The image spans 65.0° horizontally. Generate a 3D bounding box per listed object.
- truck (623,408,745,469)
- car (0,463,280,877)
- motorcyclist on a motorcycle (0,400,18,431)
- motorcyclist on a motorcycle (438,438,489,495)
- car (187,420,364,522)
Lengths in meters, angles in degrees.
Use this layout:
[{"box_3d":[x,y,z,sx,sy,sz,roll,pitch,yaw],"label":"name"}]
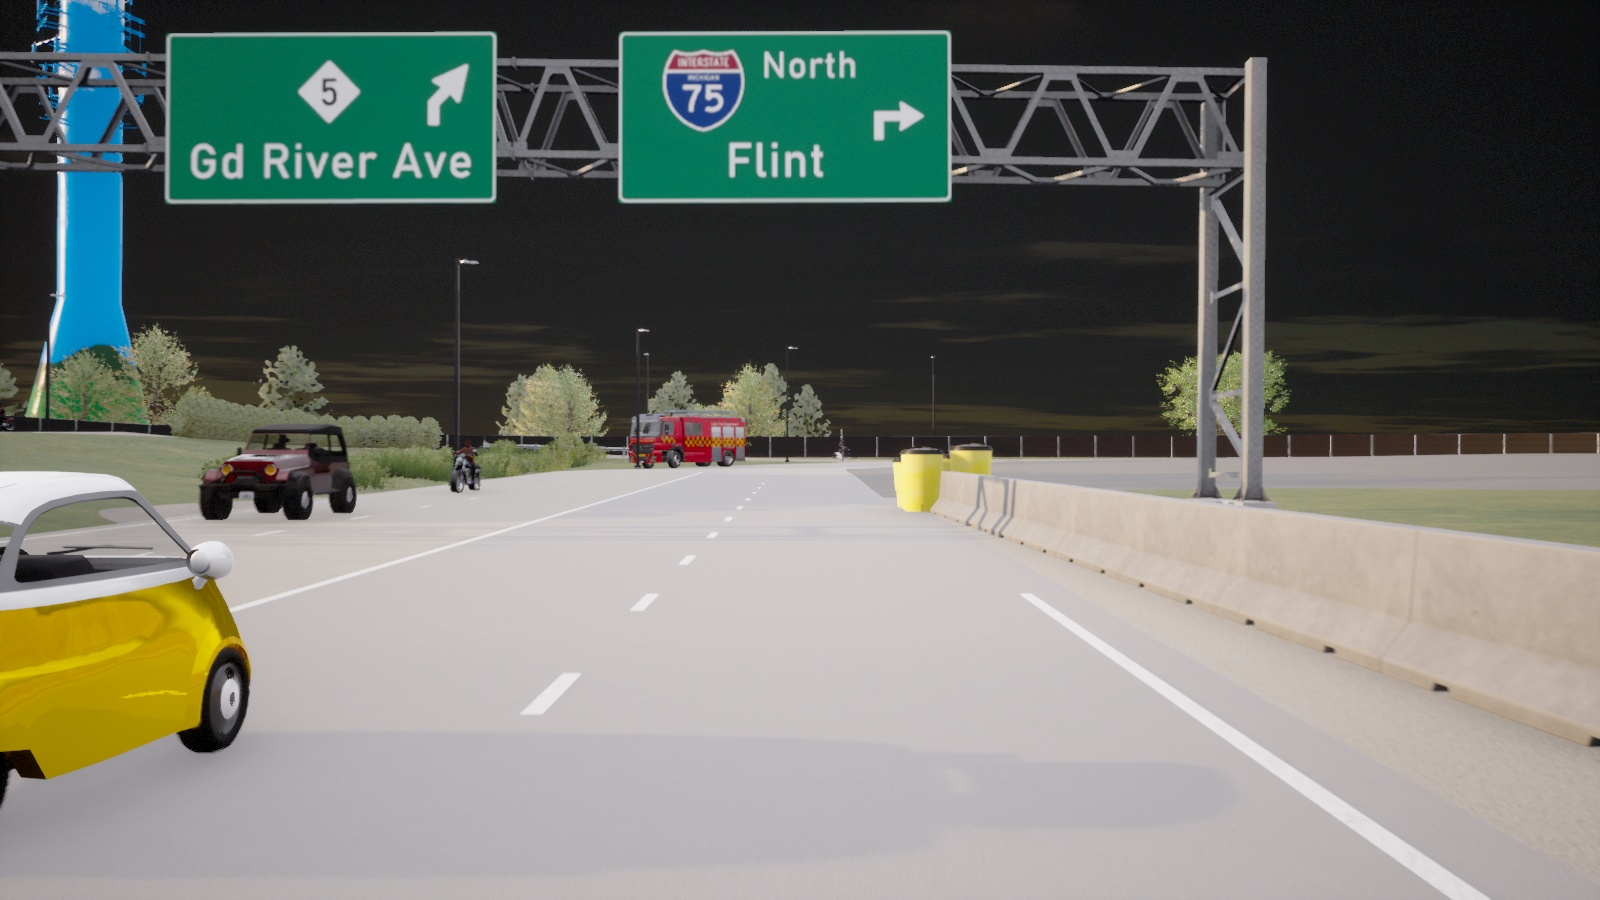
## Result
[{"box_3d":[-7.518,-0.711,82.887,2.891,3.827,8.468,0,0,39],"label":"truck"},{"box_3d":[-3.454,0.769,5.425,1.481,1.376,2.207,0,1,0],"label":"car"},{"box_3d":[-43.015,-1.825,67.214,0.766,1.649,2.350,0,1,3],"label":"motorcyclist on a motorcycle"},{"box_3d":[-10.070,0.460,37.673,0.766,1.649,2.350,0,0,3],"label":"motorcyclist on a motorcycle"},{"box_3d":[-10.340,0.377,25.072,1.905,1.878,3.866,0,0,0],"label":"car"}]
